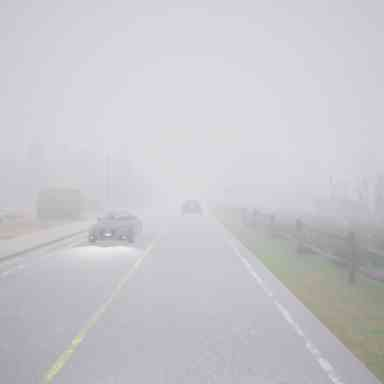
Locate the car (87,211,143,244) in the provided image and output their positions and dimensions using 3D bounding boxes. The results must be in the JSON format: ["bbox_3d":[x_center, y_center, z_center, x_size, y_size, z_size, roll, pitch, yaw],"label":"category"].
[{"bbox_3d":[-3.592,1.638,16.201,1.994,1.385,4.181,0,0,0],"label":"car"}]

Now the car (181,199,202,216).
[{"bbox_3d":[-0.014,1.511,34.705,2.097,1.767,4.553,0,0,0],"label":"car"}]

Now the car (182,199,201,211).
[{"bbox_3d":[-0.163,1.759,45.788,2.033,1.411,5.357,0,0,-7],"label":"car"}]
